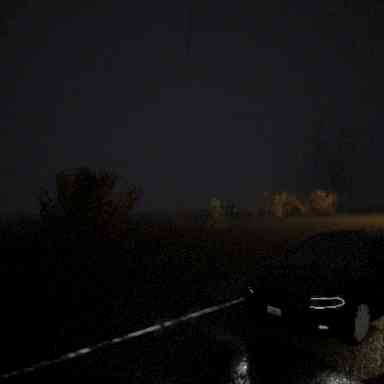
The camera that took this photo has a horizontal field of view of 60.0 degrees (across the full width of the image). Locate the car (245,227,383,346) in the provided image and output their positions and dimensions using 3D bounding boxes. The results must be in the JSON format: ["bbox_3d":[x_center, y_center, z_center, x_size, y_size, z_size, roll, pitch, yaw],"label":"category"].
[{"bbox_3d":[3.132,1.532,6.711,5.008,1.535,1.882,0,-1,-41],"label":"car"}]
